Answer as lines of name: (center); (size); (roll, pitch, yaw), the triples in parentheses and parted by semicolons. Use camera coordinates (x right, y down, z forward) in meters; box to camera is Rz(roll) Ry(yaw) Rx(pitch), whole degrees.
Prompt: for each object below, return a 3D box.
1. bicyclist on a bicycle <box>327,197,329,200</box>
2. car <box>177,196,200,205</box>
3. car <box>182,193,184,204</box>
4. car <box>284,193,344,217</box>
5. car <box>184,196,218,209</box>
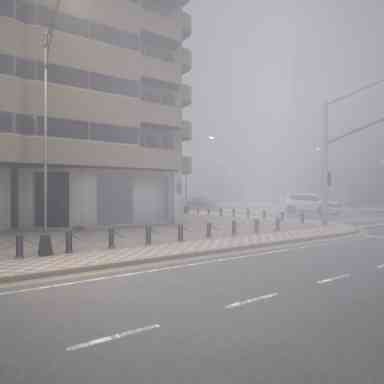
bicyclist on a bicycle: (17.369, 1.245, 43.071); (1.656, 1.620, 0.582); (0, 0, -35)
car: (-0.734, 1.449, 60.600); (1.837, 1.490, 4.892); (0, 0, -34)
car: (-3.471, 1.166, 58.399); (2.150, 2.045, 5.566); (0, 0, -34)
car: (11.228, 1.165, 31.086); (2.150, 2.045, 5.566); (0, 0, -36)
car: (1.502, 1.437, 44.887); (2.128, 1.511, 4.902); (0, 0, -35)
